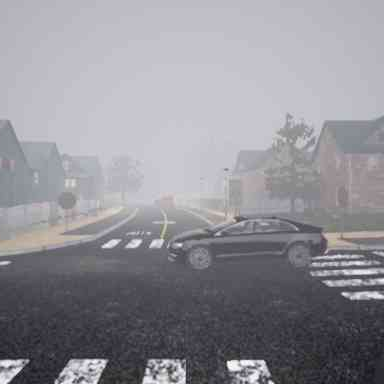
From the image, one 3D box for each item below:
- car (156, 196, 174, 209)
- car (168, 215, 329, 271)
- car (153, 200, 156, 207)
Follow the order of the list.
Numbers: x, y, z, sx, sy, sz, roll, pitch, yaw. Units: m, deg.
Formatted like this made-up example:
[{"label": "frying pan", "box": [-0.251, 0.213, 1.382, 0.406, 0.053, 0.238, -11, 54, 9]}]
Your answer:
[{"label": "car", "box": [-4.196, 1.683, 54.287, 2.150, 2.045, 5.566, 0, -1, -10]}, {"label": "car", "box": [1.698, 1.505, 10.502, 4.902, 1.511, 2.128, -2, 0, 0]}, {"label": "car", "box": [-6.329, 2.100, 64.623, 1.882, 1.535, 5.008, 0, -1, -14]}]
